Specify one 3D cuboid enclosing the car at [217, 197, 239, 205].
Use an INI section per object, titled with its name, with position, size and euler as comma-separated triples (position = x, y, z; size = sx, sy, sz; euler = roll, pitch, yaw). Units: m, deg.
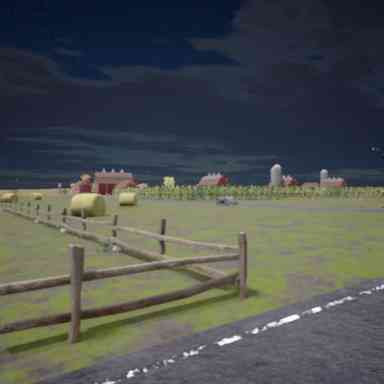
[car]
position = 6.313, 1.545, 59.031
size = 1.812, 1.442, 4.674
euler = -1, 0, -35
